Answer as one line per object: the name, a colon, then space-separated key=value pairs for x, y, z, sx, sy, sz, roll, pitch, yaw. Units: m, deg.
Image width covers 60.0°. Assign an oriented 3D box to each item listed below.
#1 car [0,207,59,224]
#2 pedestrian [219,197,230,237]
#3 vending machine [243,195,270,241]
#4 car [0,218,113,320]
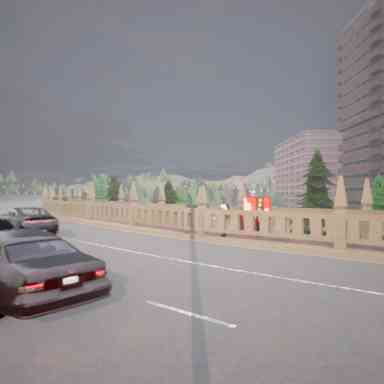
car: x=-8.143 y=1.491 z=16.161 sx=2.128 sy=1.511 sz=4.902 roll=0 pitch=0 yaw=-44
pedestrian: x=1.492 y=1.141 z=15.532 sx=0.375 sy=1.860 sz=0.375 roll=0 pitch=0 yaw=41
vending machine: x=3.112 y=1.195 z=16.008 sx=0.880 sy=2.100 sz=1.100 roll=0 pitch=0 yaw=41
car: x=-3.945 y=1.547 z=7.299 sx=5.357 sy=1.411 sz=2.033 roll=0 pitch=0 yaw=41
